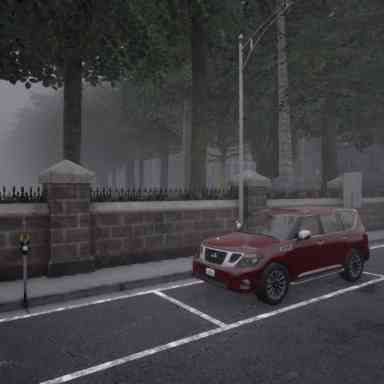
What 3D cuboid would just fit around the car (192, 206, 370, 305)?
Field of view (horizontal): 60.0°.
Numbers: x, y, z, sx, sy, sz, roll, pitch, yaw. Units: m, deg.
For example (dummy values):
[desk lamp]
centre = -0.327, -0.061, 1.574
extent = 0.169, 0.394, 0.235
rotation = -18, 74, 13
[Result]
[car]
centre = 2.422, 1.314, 8.261
extent = 5.009, 1.841, 2.192
rotation = 0, 0, -36
